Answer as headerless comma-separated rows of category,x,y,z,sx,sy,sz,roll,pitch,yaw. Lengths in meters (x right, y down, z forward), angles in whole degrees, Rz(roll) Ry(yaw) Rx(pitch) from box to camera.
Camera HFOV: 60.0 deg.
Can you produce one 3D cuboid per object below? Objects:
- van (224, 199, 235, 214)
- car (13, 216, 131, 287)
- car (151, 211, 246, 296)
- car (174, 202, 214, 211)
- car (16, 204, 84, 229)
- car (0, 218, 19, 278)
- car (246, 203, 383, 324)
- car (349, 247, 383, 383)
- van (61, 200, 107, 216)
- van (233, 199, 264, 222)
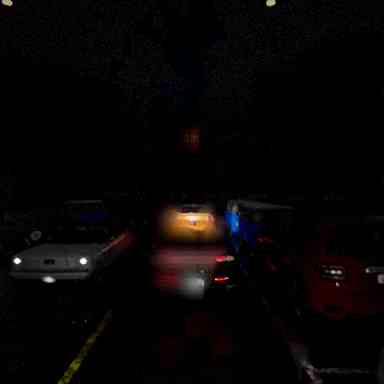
van,2.715,1.310,17.945,1.690,1.788,3.998,0,0,0
car,-3.079,1.584,9.386,1.895,1.301,4.718,0,0,0
car,0.080,1.476,8.588,2.128,1.511,4.902,0,0,0
car,0.092,1.322,17.638,2.097,1.767,4.553,0,0,1
car,-5.796,1.418,12.484,1.967,1.590,4.097,0,0,0
car,-5.781,1.513,6.877,1.752,1.417,4.829,0,0,0
car,2.744,1.302,7.070,2.192,1.841,5.009,0,0,0
car,2.758,1.437,1.632,1.967,1.590,4.097,0,0,0
van,-5.811,1.310,17.922,1.690,1.788,3.998,0,0,0
van,2.729,1.319,12.507,1.690,1.788,3.998,0,0,0
